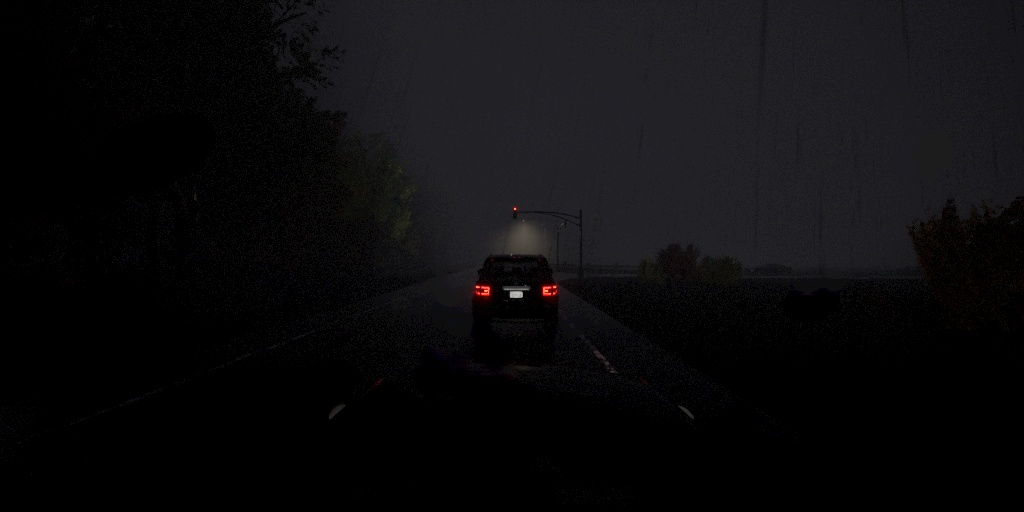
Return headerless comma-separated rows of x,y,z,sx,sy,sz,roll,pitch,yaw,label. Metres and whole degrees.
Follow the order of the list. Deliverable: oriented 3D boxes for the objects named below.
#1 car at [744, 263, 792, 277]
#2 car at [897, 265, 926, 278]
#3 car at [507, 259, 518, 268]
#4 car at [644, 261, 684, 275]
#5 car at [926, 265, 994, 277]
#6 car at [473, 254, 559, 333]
29.995,1.614,42.132,5.008,1.535,1.882,0,-1,0,car
48.118,1.826,41.996,4.902,1.511,2.128,1,-1,1,car
0.118,1.282,63.934,1.812,1.442,4.674,0,0,0,car
17.770,1.355,42.227,4.553,1.767,2.097,1,-1,1,car
48.530,1.826,38.443,5.357,1.411,2.033,1,-1,0,car
0.105,0.974,10.867,2.150,2.045,5.566,0,0,0,car
